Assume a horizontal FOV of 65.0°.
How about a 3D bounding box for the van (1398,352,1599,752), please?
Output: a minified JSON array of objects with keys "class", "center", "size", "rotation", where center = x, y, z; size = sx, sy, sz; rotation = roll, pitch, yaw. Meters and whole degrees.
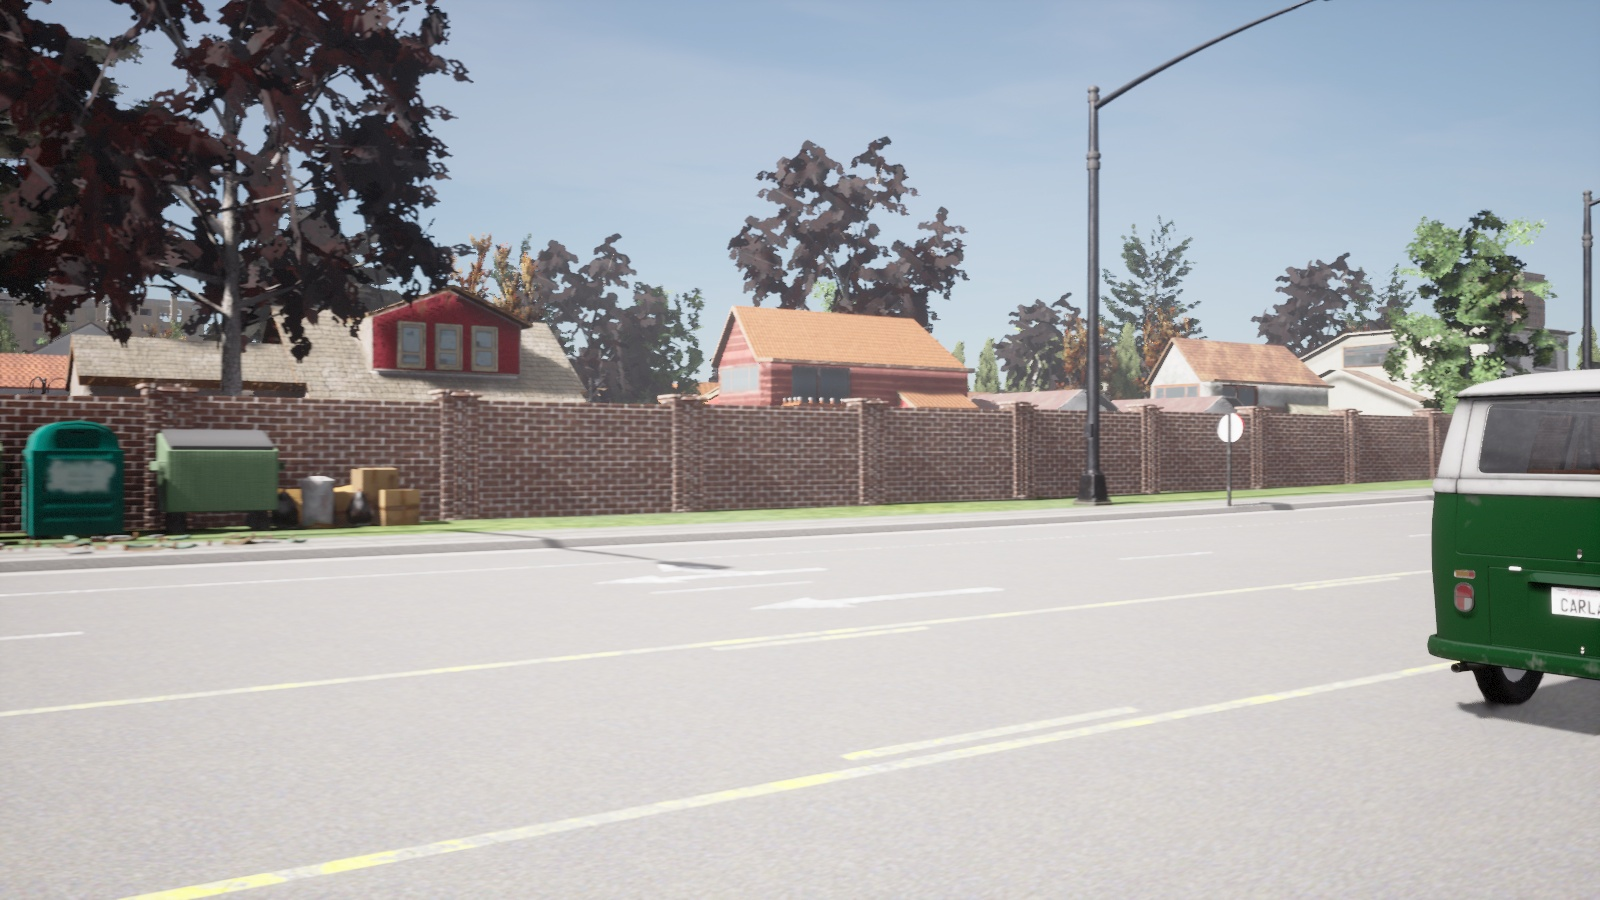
[{"class":"van","center":[5.711,0.502,7.635],"size":[4.442,1.987,1.775],"rotation":[0,0,-35]}]
